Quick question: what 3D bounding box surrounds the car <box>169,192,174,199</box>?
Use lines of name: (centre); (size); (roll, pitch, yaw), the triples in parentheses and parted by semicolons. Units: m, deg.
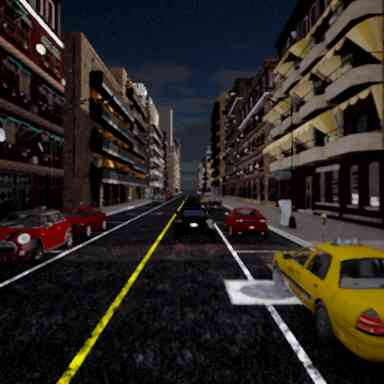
car: (-5.724, 1.120, 73.524); (1.887, 1.381, 4.507); (0, 0, 0)

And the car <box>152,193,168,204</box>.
car: (-5.716, 1.225, 56.615); (2.008, 1.369, 4.403); (0, 0, 0)

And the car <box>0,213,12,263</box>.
car: (-5.691, 1.281, 5.889); (2.192, 1.841, 5.009); (0, 0, 0)

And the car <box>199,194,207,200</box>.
car: (2.653, 1.125, 79.160); (1.802, 1.307, 4.206); (0, 0, 0)

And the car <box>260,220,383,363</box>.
car: (2.688, 1.490, 6.060); (1.752, 1.417, 4.829); (0, 0, 0)

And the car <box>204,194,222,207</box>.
car: (2.672, 1.324, 39.706); (2.008, 1.369, 4.403); (0, 0, 0)

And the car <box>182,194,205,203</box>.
car: (0.083, 1.306, 34.699); (1.837, 1.490, 4.892); (0, 0, 0)

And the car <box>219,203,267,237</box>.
car: (2.683, 1.447, 17.162); (1.887, 1.381, 4.507); (0, 0, 0)

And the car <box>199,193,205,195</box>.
car: (2.662, 1.166, 62.421); (1.752, 1.417, 4.829); (0, 0, 0)

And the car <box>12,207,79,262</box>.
car: (-5.695, 1.374, 11.525); (1.967, 1.590, 4.097); (0, 0, 0)

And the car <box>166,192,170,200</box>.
car: (-5.720, 1.192, 62.251); (2.008, 1.369, 4.403); (0, 0, 0)

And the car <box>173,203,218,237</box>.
car: (0.091, 1.465, 17.218); (1.994, 1.385, 4.181); (0, 0, 0)

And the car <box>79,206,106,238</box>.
car: (-5.698, 1.446, 17.163); (1.887, 1.381, 4.507); (0, 0, 0)

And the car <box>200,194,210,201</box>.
car: (2.659, 1.174, 67.887); (1.947, 1.339, 4.313); (0, 0, 0)
